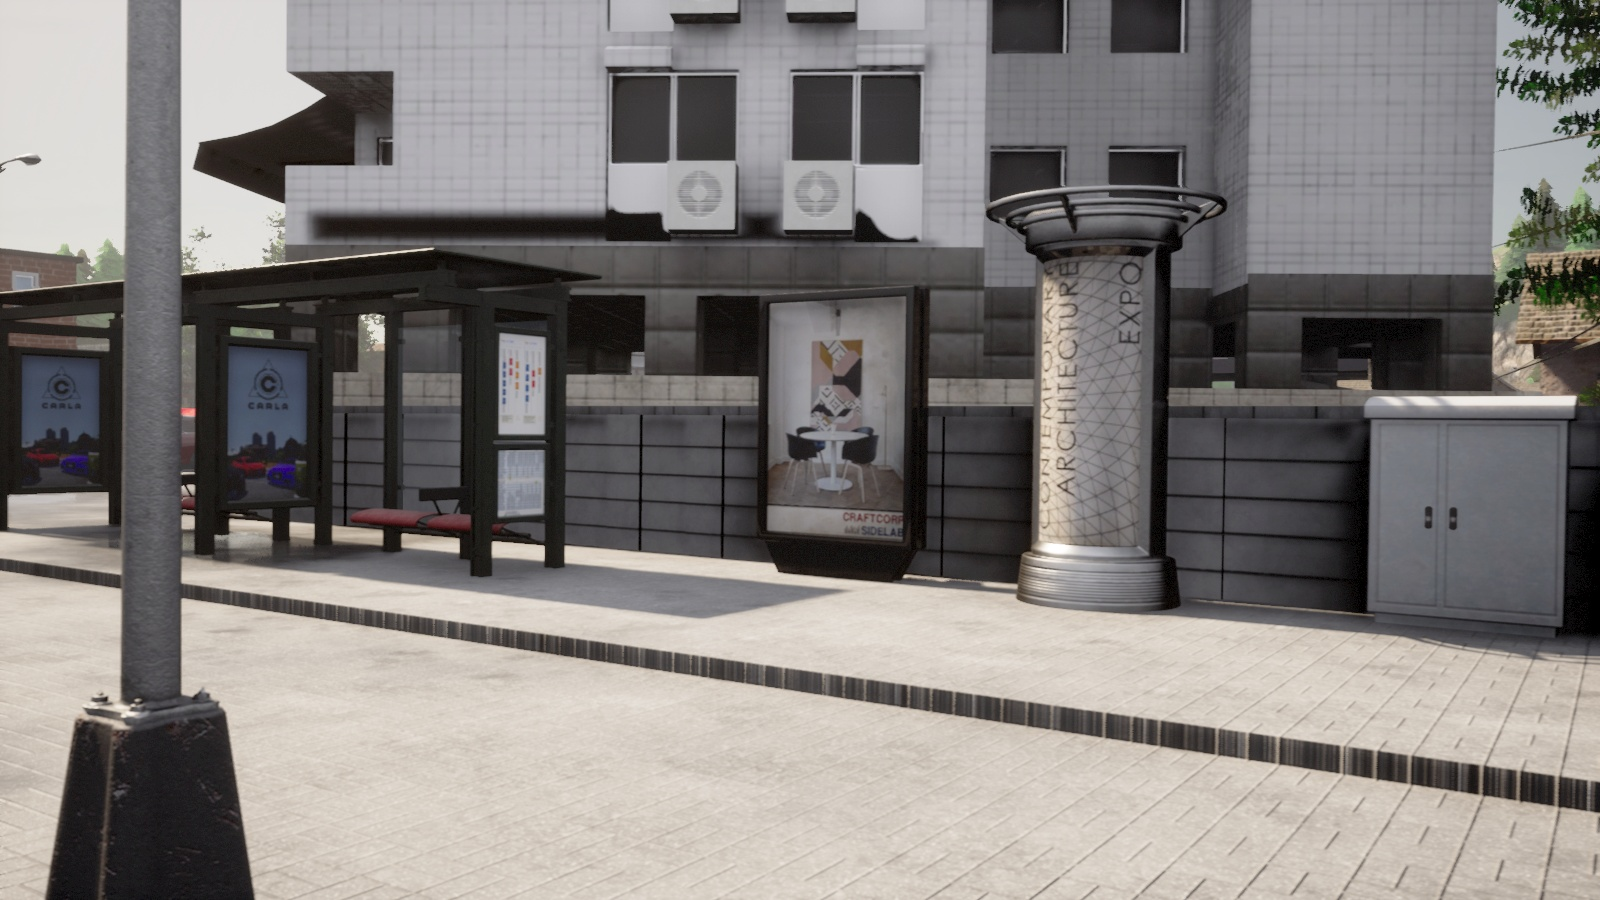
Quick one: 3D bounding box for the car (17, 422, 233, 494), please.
[{"bbox_3d":[-17.693,0.148,33.117,2.097,1.767,4.553,0,1,34],"label":"car"}]
